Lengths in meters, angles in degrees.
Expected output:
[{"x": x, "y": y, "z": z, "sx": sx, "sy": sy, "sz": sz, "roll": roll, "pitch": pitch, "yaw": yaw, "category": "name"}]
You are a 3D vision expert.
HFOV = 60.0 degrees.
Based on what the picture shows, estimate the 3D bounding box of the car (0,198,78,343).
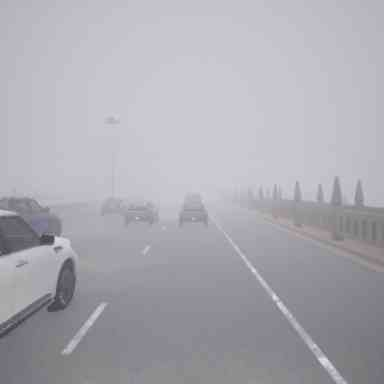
[{"x": -3.412, "y": 1.209, "z": 4.542, "sx": 2.150, "sy": 2.045, "sz": 5.566, "roll": 0, "pitch": 0, "yaw": 0, "category": "car"}]

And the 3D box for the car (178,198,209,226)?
[{"x": 0.101, "y": 1.434, "z": 22.614, "sx": 2.128, "sy": 1.511, "sz": 4.902, "roll": 0, "pitch": 0, "yaw": 0, "category": "car"}]

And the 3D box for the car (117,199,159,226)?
[{"x": -3.400, "y": 1.433, "z": 23.018, "sx": 2.128, "sy": 1.511, "sz": 4.902, "roll": 0, "pitch": 0, "yaw": 0, "category": "car"}]

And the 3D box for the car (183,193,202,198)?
[{"x": 0.103, "y": 1.109, "z": 41.528, "sx": 2.150, "sy": 2.045, "sz": 5.566, "roll": 0, "pitch": -1, "yaw": 0, "category": "car"}]

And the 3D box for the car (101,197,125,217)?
[{"x": -6.899, "y": 1.273, "z": 30.845, "sx": 2.097, "sy": 1.767, "sz": 4.553, "roll": 0, "pitch": 0, "yaw": 0, "category": "car"}]
